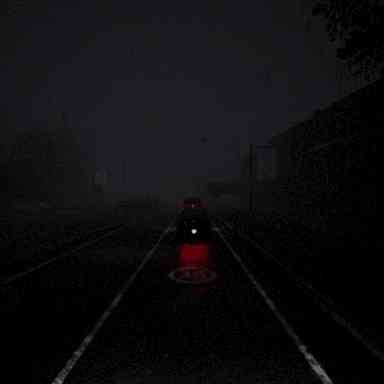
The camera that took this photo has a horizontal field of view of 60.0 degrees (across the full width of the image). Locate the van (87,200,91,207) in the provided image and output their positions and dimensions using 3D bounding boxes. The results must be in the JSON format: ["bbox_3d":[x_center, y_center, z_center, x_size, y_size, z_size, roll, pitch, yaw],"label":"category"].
[{"bbox_3d":[-21.991,2.014,62.310,4.442,1.987,1.878,0,-1,0],"label":"van"}]

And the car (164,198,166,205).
[{"bbox_3d":[-8.791,2.457,73.569,5.008,1.535,2.097,0,-1,0],"label":"car"}]

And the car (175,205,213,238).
[{"bbox_3d":[0.106,1.701,18.792,1.837,1.490,4.892,0,0,0],"label":"car"}]

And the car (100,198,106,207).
[{"bbox_3d":[-21.690,2.407,70.661,5.366,1.575,1.946,0,-1,0],"label":"car"}]

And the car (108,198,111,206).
[{"bbox_3d":[-21.848,2.553,76.230,4.792,1.488,2.163,0,-1,0],"label":"car"}]

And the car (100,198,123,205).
[{"bbox_3d":[-21.856,2.573,90.157,5.566,2.045,2.435,0,-1,0],"label":"car"}]

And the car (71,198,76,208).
[{"bbox_3d":[-21.884,2.127,53.957,4.674,1.452,2.002,0,-1,0],"label":"car"}]

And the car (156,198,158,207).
[{"bbox_3d":[-8.805,2.124,56.752,4.892,1.521,2.231,0,-1,0],"label":"car"}]

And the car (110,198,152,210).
[{"bbox_3d":[-8.803,1.989,48.348,4.892,1.521,2.231,0,-1,0],"label":"car"}]

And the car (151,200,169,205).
[{"bbox_3d":[-8.836,2.913,93.184,4.792,1.488,2.163,0,-1,0],"label":"car"}]

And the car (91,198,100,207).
[{"bbox_3d":[-21.872,2.393,67.875,4.674,1.452,2.002,0,-1,0],"label":"car"}]

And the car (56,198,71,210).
[{"bbox_3d":[-21.890,2.041,51.171,5.008,1.535,2.097,0,-1,0],"label":"car"}]

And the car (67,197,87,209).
[{"bbox_3d":[-21.845,2.061,59.528,4.553,1.767,2.185,0,-1,0],"label":"car"}]

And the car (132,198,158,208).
[{"bbox_3d":[-8.764,2.104,62.360,4.553,1.767,2.185,0,-1,0],"label":"car"}]

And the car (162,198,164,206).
[{"bbox_3d":[-8.789,2.344,67.964,4.892,1.521,2.231,0,-1,0],"label":"car"}]

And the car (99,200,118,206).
[{"bbox_3d":[-21.881,2.797,87.243,4.674,1.452,2.002,0,-1,0],"label":"car"}]

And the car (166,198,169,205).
[{"bbox_3d":[-8.827,2.263,76.378,5.566,2.045,2.435,0,-1,0],"label":"car"}]

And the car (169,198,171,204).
[{"bbox_3d":[-8.799,2.753,87.583,5.008,1.535,2.097,0,-1,0],"label":"car"}]

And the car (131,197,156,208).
[{"bbox_3d":[-8.834,1.778,51.153,5.566,2.045,2.435,0,-1,0],"label":"car"}]

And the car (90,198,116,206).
[{"bbox_3d":[-21.853,2.387,81.803,5.566,2.045,2.435,0,-1,0],"label":"car"}]

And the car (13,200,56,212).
[{"bbox_3d":[-21.888,1.961,45.604,5.008,1.535,2.097,0,-1,0],"label":"car"}]

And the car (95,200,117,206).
[{"bbox_3d":[-21.877,2.699,84.584,5.008,1.535,2.097,0,-1,0],"label":"car"}]

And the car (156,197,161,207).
[{"bbox_3d":[-8.825,1.925,59.562,5.566,2.045,2.435,0,-1,0],"label":"car"}]

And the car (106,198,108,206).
[{"bbox_3d":[-21.871,2.466,73.447,5.008,1.535,2.097,0,-1,0],"label":"car"}]

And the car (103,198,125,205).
[{"bbox_3d":[-21.858,2.635,92.818,5.566,2.045,2.435,0,-1,0],"label":"car"}]

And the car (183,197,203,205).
[{"bbox_3d":[0.129,1.621,38.530,2.150,2.045,5.566,0,-1,0],"label":"car"}]
